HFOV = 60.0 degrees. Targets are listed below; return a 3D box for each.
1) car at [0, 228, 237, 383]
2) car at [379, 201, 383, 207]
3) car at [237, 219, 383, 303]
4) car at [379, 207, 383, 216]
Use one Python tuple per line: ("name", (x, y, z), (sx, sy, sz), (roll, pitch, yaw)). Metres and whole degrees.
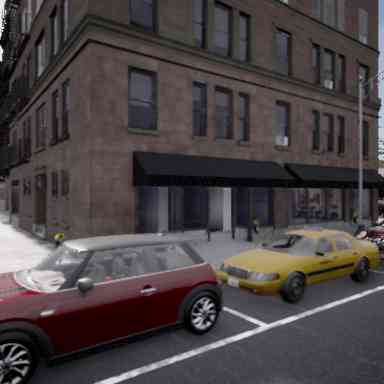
("car", (-1.546, 1.441, 5.085), (4.097, 1.590, 1.967), (0, 0, -35))
("car", (15.178, 1.345, 32.608), (2.150, 2.045, 5.566), (0, 0, -35))
("car", (2.809, 1.529, 8.191), (4.829, 1.417, 1.752), (0, 0, -35))
("car", (7.441, 1.448, 11.494), (4.097, 1.590, 1.967), (0, 0, -35))
